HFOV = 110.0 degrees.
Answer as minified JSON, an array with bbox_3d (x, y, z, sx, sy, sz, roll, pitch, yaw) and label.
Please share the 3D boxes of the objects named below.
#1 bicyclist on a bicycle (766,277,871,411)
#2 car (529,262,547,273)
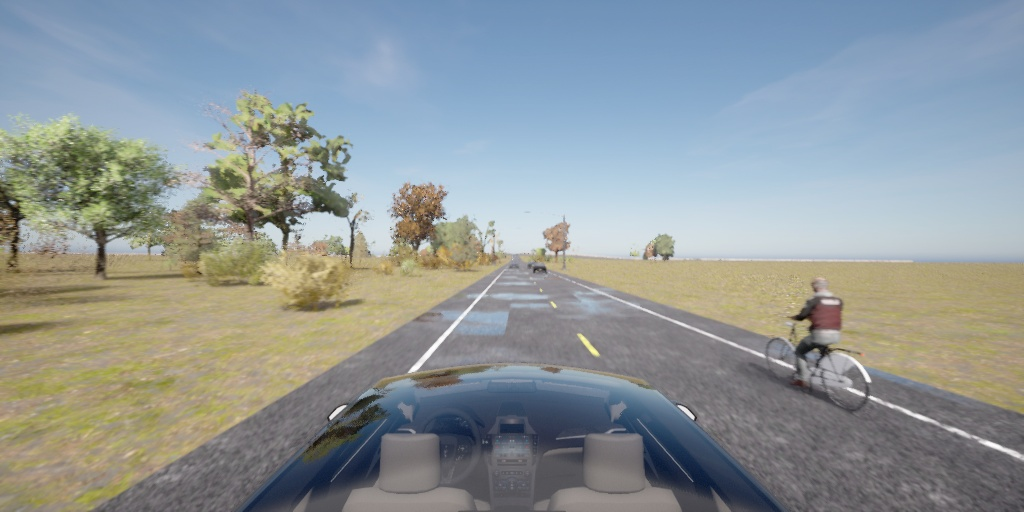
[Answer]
[{"bbox_3d":[4.469,1.193,5.410,0.659,1.776,1.843,1,0,0],"label":"bicyclist on a bicycle"},{"bbox_3d":[3.924,1.676,51.748,1.882,1.535,5.008,1,0,0],"label":"car"}]
